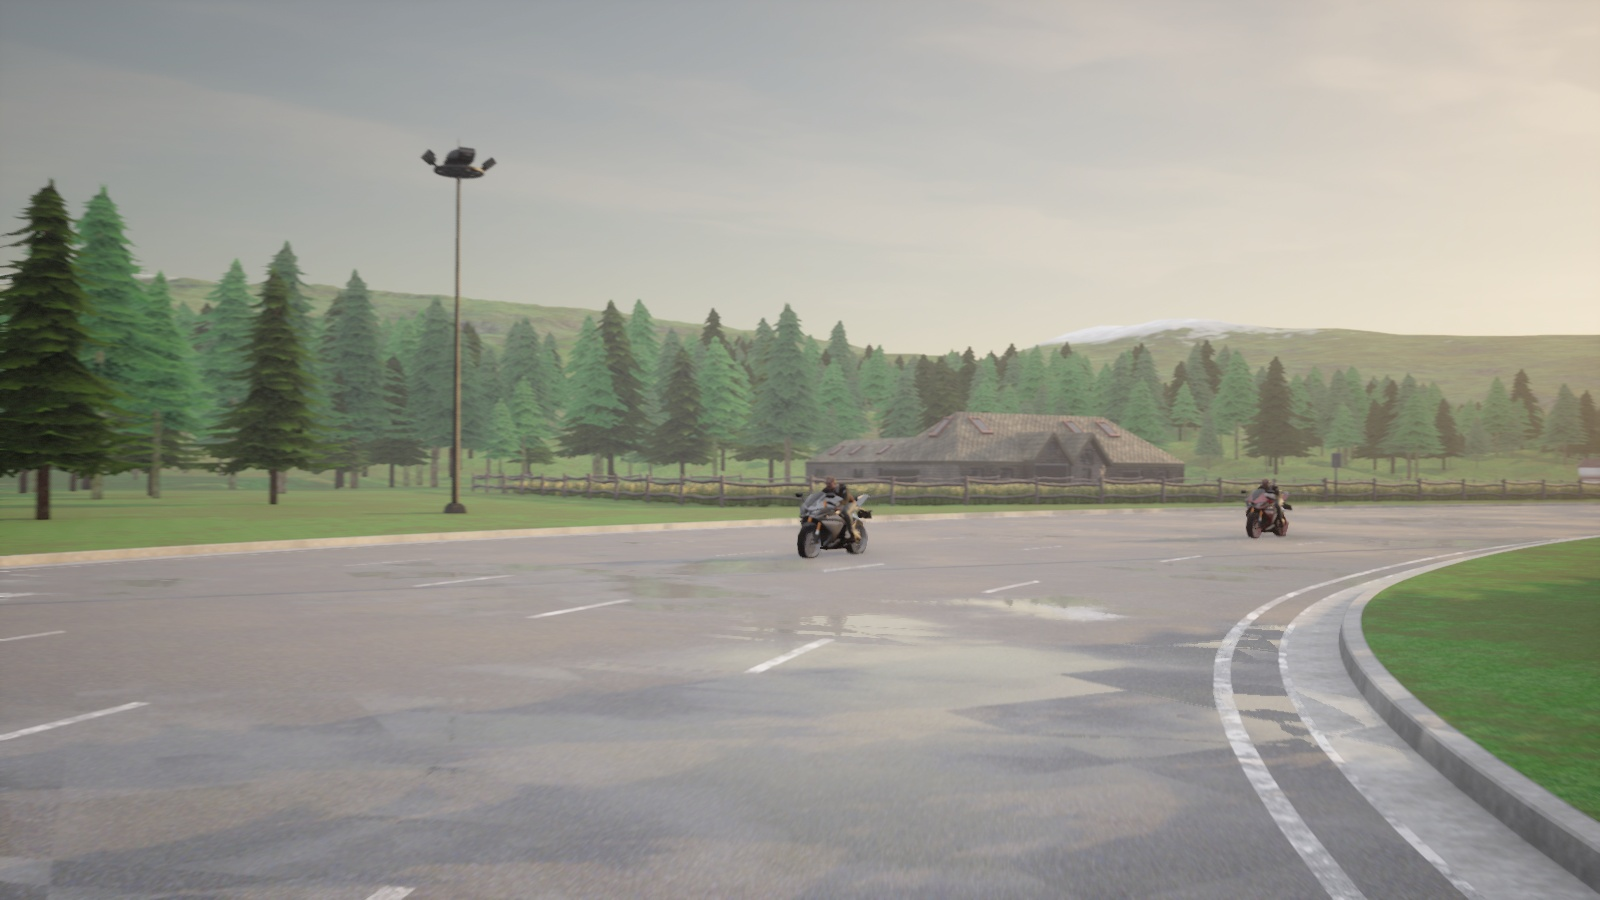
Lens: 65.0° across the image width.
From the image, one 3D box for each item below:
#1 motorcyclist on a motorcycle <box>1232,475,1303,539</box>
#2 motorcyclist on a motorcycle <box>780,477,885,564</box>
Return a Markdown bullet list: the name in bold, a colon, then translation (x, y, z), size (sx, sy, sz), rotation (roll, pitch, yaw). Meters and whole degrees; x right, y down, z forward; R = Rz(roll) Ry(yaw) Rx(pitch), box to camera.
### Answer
- **motorcyclist on a motorcycle**: translation (11.723, 1.398, 31.441), size (0.866, 1.530, 2.191), rotation (-1, -1, 44)
- **motorcyclist on a motorcycle**: translation (0.634, 1.274, 23.450), size (0.866, 1.530, 2.191), rotation (-1, -1, 36)
